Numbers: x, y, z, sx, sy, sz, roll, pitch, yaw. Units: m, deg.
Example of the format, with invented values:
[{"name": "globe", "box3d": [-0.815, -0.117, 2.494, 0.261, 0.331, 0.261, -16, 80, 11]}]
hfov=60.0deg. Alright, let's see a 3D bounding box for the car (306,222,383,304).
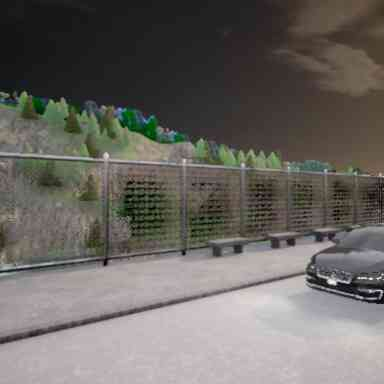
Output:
[{"name": "car", "box3d": [4.745, 1.527, 7.968, 4.892, 1.490, 1.837, 0, 0, -35]}]
